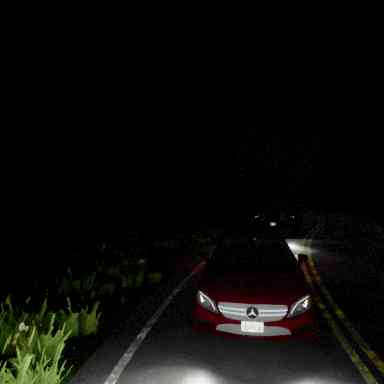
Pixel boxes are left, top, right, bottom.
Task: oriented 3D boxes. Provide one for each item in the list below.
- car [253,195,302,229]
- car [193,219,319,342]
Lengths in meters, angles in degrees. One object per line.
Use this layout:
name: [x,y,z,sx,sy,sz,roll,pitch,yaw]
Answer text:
car: [4.991,1.215,18.889,2.150,2.045,5.566,-2,-1,22]
car: [1.227,1.534,6.715,1.812,1.442,4.674,-1,0,11]
